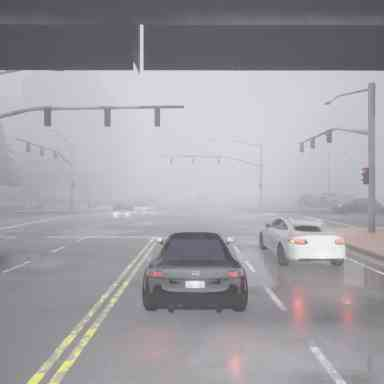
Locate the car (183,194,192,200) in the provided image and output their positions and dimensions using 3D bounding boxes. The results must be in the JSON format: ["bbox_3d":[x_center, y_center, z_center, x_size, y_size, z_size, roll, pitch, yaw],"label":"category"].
[{"bbox_3d":[-1.154,1.351,86.076,2.128,1.511,4.902,0,0,0],"label":"car"}]

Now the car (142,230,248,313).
[{"bbox_3d":[0.067,1.564,7.745,1.994,1.385,4.181,0,0,0],"label":"car"}]

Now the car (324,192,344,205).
[{"bbox_3d":[19.540,1.156,47.380,1.905,1.878,3.866,0,0,0],"label":"car"}]

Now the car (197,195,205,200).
[{"bbox_3d":[2.346,1.378,86.099,1.994,1.385,4.181,0,0,0],"label":"car"}]

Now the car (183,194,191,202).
[{"bbox_3d":[-1.095,1.593,77.006,1.895,1.301,4.718,0,0,0],"label":"car"}]

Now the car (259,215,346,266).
[{"bbox_3d":[3.582,1.526,11.405,1.812,1.442,4.674,0,0,0],"label":"car"}]

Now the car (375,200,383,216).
[{"bbox_3d":[19.151,1.601,29.667,4.718,1.301,1.895,0,0,1],"label":"car"}]

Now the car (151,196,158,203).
[{"bbox_3d":[-8.044,1.478,67.675,1.882,1.535,5.008,0,0,0],"label":"car"}]

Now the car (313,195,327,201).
[{"bbox_3d":[30.813,1.364,79.982,1.784,1.438,3.905,0,0,0],"label":"car"}]

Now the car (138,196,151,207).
[{"bbox_3d":[-8.027,1.601,52.177,1.895,1.301,4.718,0,0,0],"label":"car"}]

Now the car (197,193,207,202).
[{"bbox_3d":[2.405,1.223,77.031,2.150,2.045,5.566,0,0,0],"label":"car"}]

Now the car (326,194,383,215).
[{"bbox_3d":[16.357,1.354,33.198,4.553,1.767,2.097,0,0,1],"label":"car"}]

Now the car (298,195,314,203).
[{"bbox_3d":[22.194,1.395,64.856,1.970,1.475,3.806,0,0,0],"label":"car"}]

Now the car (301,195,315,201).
[{"bbox_3d":[27.918,1.395,79.974,1.970,1.475,3.806,0,0,0],"label":"car"}]

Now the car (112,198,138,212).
[{"bbox_3d":[-7.911,1.564,38.644,1.994,1.385,4.181,0,0,-1],"label":"car"}]

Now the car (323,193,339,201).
[{"bbox_3d":[33.496,1.153,80.040,1.932,1.855,4.605,0,0,0],"label":"car"}]

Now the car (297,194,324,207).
[{"bbox_3d":[16.646,1.153,47.426,1.932,1.855,4.605,0,0,0],"label":"car"}]
